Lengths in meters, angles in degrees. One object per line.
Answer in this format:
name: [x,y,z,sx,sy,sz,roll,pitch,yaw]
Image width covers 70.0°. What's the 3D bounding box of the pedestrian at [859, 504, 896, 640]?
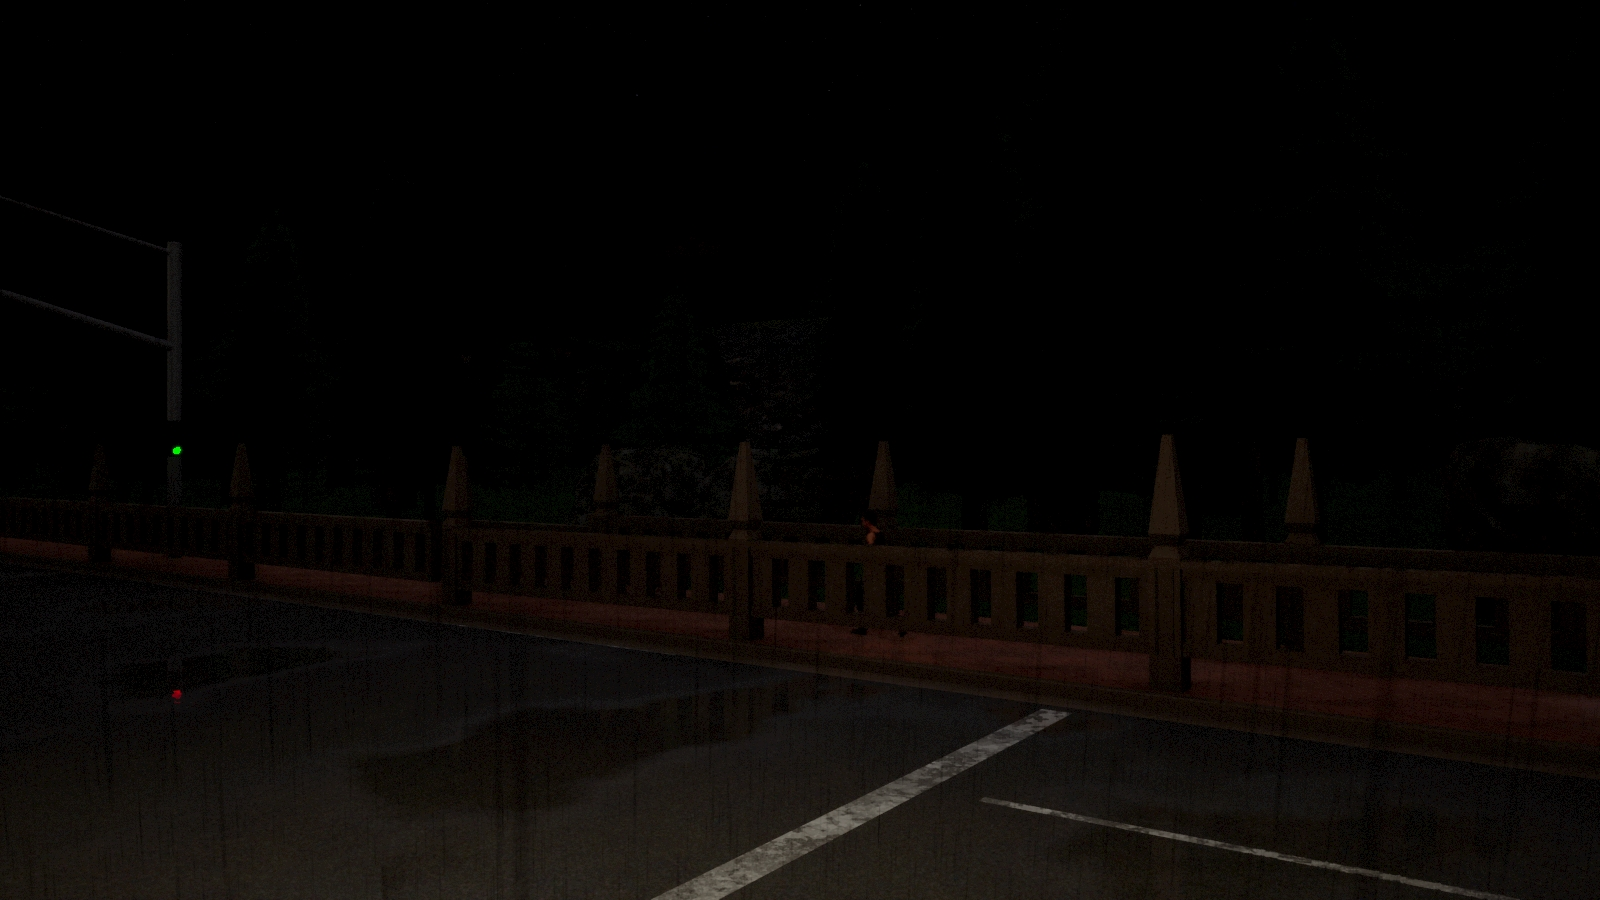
pedestrian: [1.084,1.694,16.033,0.375,1.860,0.375,0,0,35]
